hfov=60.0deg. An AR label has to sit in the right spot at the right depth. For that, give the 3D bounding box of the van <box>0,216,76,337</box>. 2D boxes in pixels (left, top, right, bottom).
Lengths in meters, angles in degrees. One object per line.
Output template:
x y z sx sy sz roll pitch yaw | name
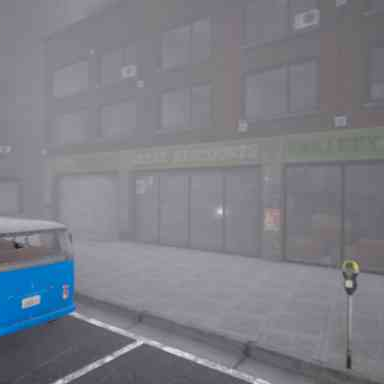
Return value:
-3.776 1.307 5.806 3.998 1.788 1.690 0 0 36 | van
